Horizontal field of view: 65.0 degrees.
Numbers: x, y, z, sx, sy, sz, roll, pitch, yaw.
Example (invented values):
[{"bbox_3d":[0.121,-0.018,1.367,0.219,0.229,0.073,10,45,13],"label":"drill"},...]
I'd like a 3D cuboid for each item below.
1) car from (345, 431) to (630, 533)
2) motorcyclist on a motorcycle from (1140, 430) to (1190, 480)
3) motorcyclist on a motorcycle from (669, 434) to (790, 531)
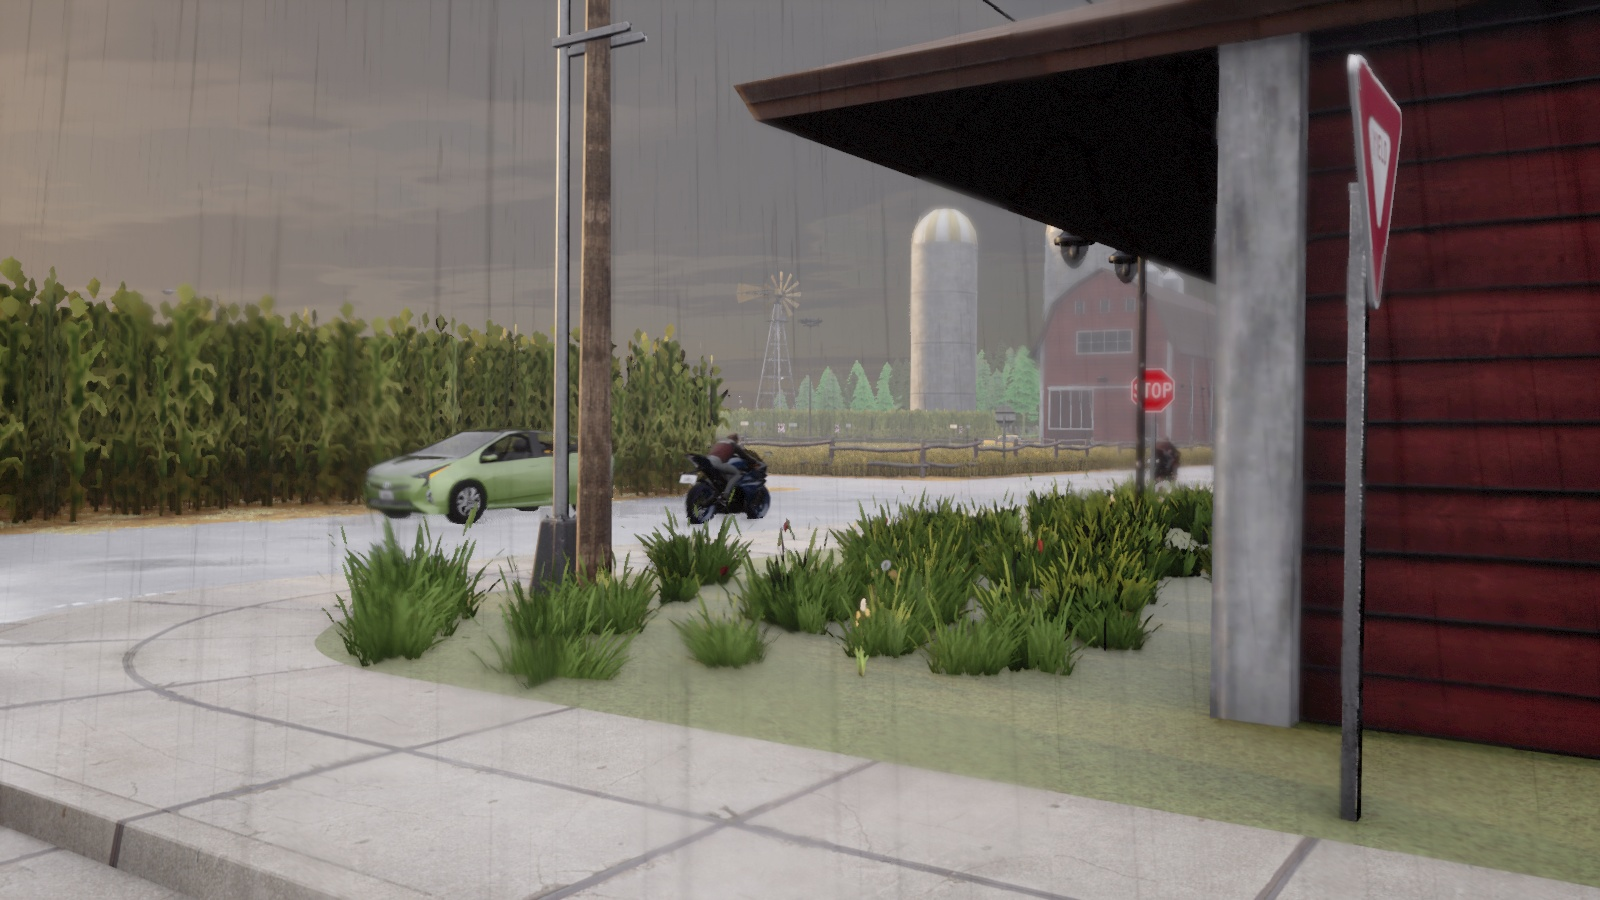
[{"bbox_3d":[-5.178,0.452,21.411,2.007,1.525,4.514,0,1,34],"label":"car"},{"bbox_3d":[11.527,0.143,39.566,0.866,1.530,2.191,0,1,34],"label":"motorcyclist on a motorcycle"},{"bbox_3d":[-1.151,0.510,21.111,0.866,1.530,2.191,0,1,35],"label":"motorcyclist on a motorcycle"}]
